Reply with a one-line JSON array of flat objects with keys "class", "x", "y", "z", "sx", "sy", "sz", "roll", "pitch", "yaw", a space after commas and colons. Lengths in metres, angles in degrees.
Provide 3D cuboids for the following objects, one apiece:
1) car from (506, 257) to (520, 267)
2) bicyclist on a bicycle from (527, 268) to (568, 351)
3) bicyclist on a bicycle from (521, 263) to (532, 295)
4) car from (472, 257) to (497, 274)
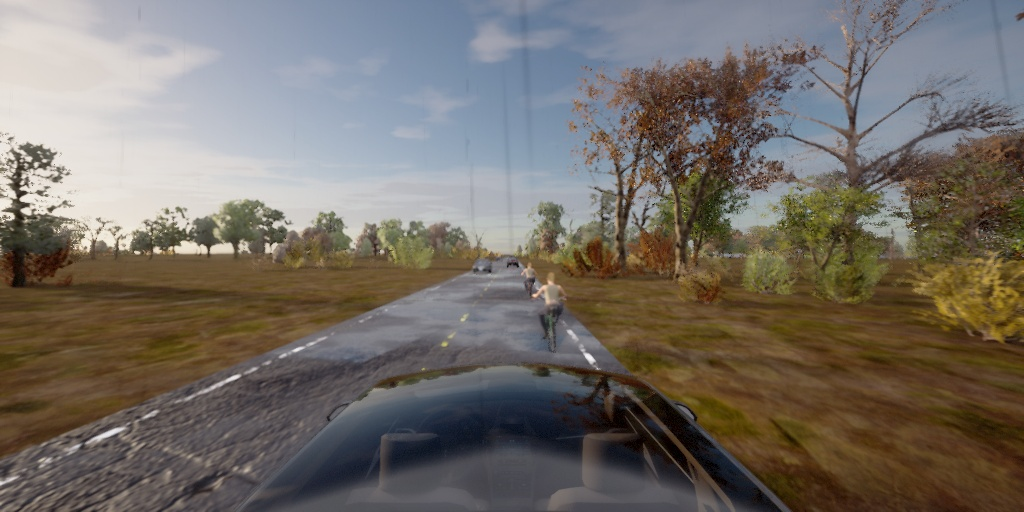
[{"class": "car", "x": 0.094, "y": 0.985, "z": 56.334, "sx": 1.837, "sy": 1.490, "sz": 4.892, "roll": 0, "pitch": 0, "yaw": 0}, {"class": "bicyclist on a bicycle", "x": 0.856, "y": 1.156, "z": 7.936, "sx": 0.866, "sy": 1.612, "sz": 1.509, "roll": 0, "pitch": 0, "yaw": 0}, {"class": "bicyclist on a bicycle", "x": 0.821, "y": 1.110, "z": 16.707, "sx": 0.866, "sy": 1.612, "sz": 1.509, "roll": -1, "pitch": 0, "yaw": 0}, {"class": "car", "x": -3.093, "y": 1.063, "z": 38.269, "sx": 2.128, "sy": 1.511, "sz": 4.902, "roll": 0, "pitch": 0, "yaw": 0}]
